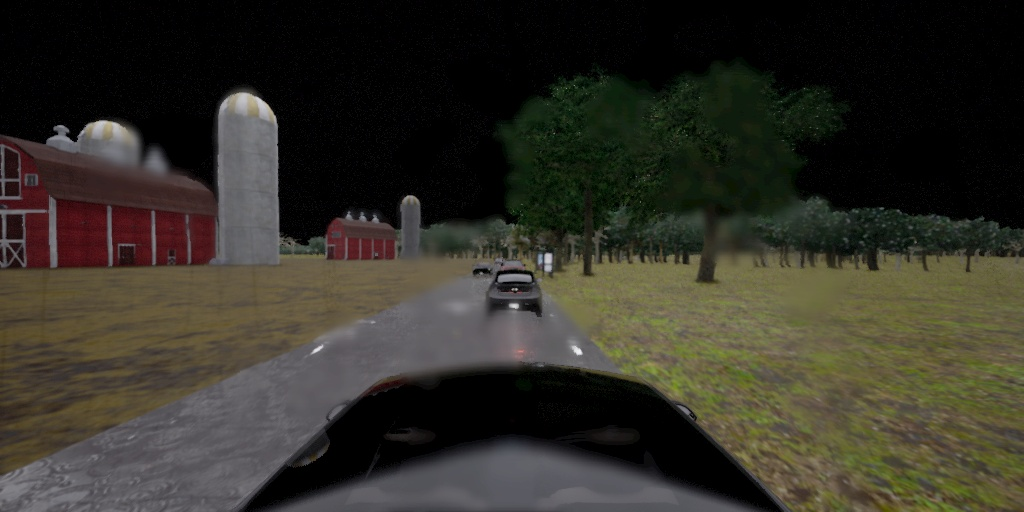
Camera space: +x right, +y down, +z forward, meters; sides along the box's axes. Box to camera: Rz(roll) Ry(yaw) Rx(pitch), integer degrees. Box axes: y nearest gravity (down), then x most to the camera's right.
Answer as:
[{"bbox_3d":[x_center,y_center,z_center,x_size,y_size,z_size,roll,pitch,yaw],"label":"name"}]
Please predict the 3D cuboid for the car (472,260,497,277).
[{"bbox_3d":[-2.836,1.307,35.558,1.895,1.301,4.718,0,0,0],"label":"car"}]

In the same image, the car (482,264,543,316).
[{"bbox_3d":[0.095,1.236,13.197,1.837,1.490,4.892,0,1,0],"label":"car"}]

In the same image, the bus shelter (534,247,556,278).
[{"bbox_3d":[3.135,0.583,33.783,1.920,2.740,3.880,0,0,0],"label":"bus shelter"}]

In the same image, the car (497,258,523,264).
[{"bbox_3d":[0.102,1.062,29.682,2.097,1.767,4.553,0,0,0],"label":"car"}]
